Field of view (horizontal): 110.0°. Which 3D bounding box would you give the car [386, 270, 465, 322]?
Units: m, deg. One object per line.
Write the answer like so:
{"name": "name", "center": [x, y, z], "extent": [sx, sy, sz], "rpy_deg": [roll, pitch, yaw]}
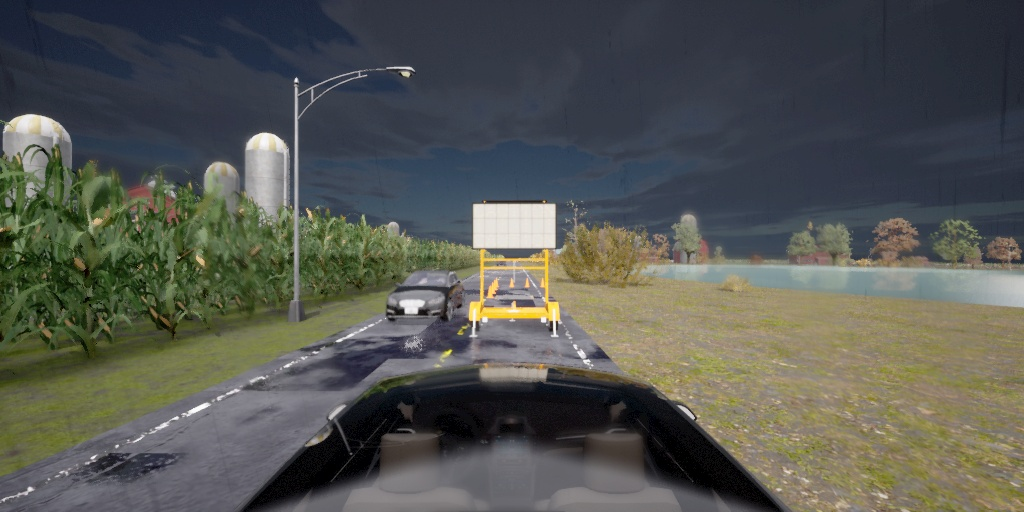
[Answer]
{"name": "car", "center": [-2.769, 1.246, 12.360], "extent": [2.128, 1.511, 4.902], "rpy_deg": [0, 0, 0]}

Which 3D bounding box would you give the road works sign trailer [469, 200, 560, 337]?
{"name": "road works sign trailer", "center": [0.068, 0.217, 10.266], "extent": [2.380, 3.560, 2.880], "rpy_deg": [0, 0, 0]}
